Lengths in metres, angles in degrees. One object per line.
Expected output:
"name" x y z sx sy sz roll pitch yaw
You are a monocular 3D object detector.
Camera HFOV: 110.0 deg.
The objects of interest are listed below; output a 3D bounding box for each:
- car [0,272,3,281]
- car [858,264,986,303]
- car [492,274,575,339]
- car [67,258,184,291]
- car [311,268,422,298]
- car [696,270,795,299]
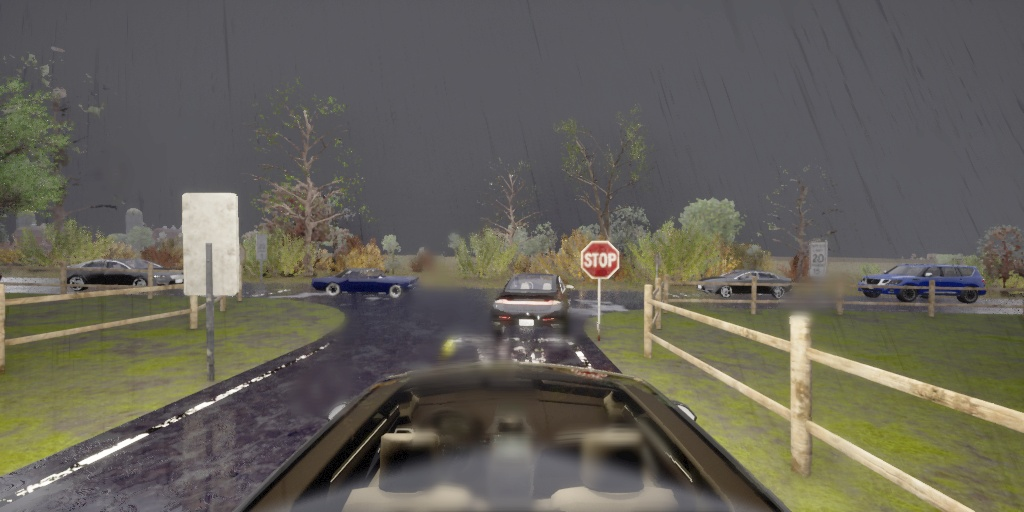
"car" -27.784 0.717 17.280 4.674 1.442 1.812 1 1 0
"car" 22.911 1.466 20.138 5.566 2.045 2.150 1 1 0
"car" 0.712 1.240 10.206 2.128 1.511 4.902 0 0 9
"car" -18.480 0.885 17.266 4.902 1.511 2.128 1 1 0
"car" -6.812 1.248 17.242 4.718 1.301 1.895 1 1 0
"car" 13.015 1.525 20.156 4.902 1.511 2.128 1 1 0
